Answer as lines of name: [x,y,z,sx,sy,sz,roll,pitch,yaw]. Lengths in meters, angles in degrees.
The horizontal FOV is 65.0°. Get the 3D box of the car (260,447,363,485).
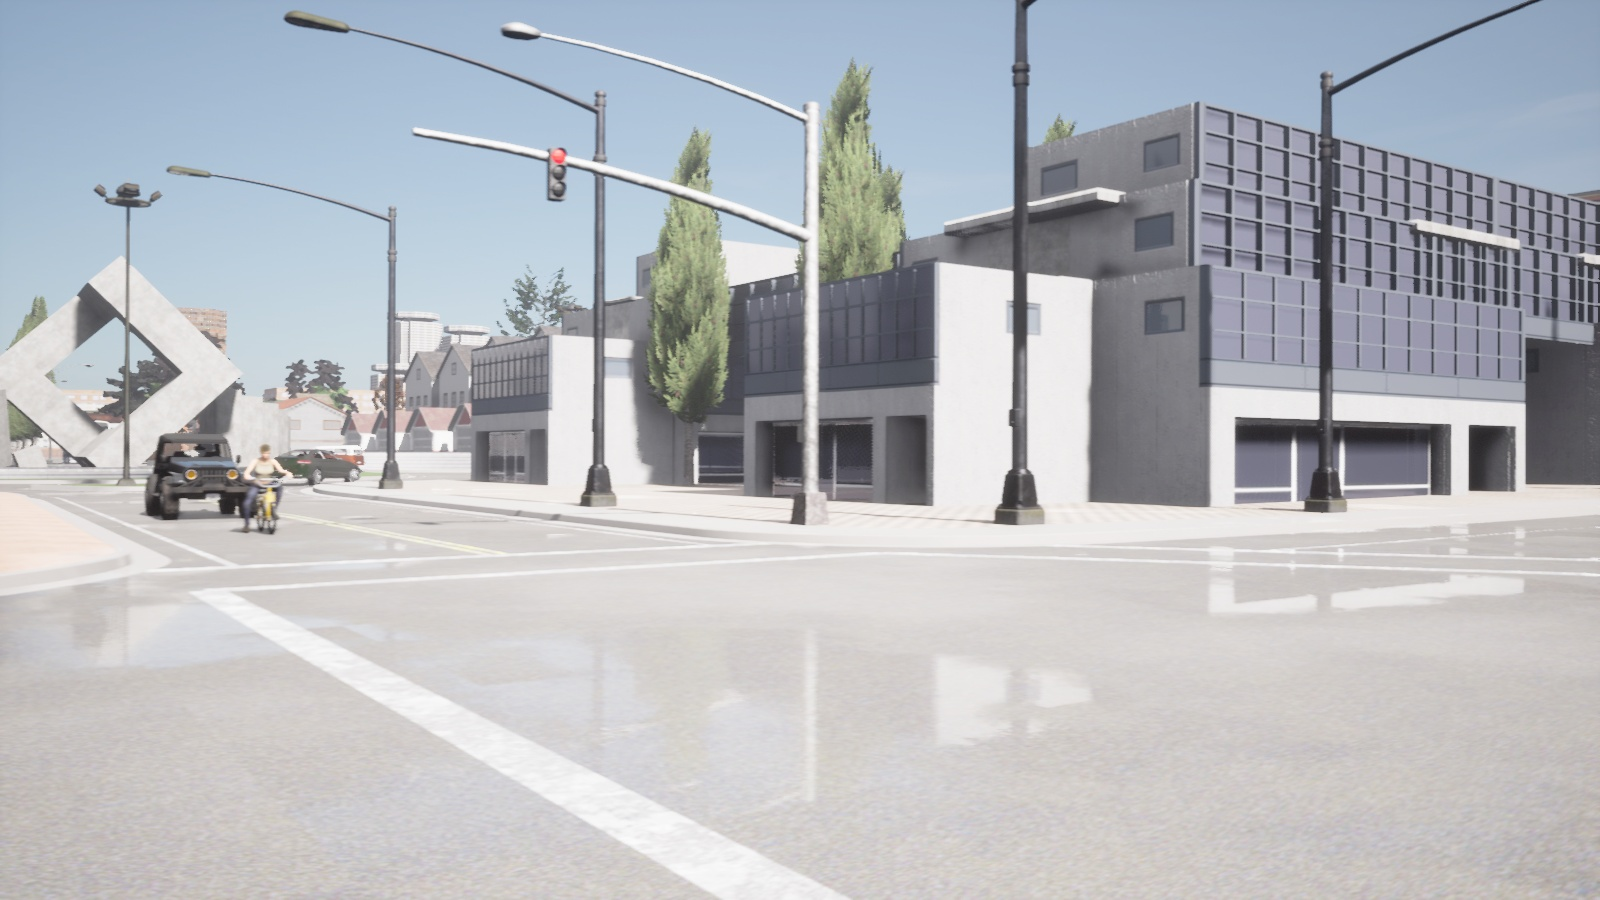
car: [-22.400,0.726,57.837,2.152,1.651,5.027,0,0,9]

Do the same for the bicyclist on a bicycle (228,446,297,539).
bicyclist on a bicycle: [-9.670,0.734,22.563,0.866,1.612,1.509,0,0,-34]

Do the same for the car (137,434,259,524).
car: [-13.662,0.618,28.387,1.905,1.878,3.866,0,0,-35]
